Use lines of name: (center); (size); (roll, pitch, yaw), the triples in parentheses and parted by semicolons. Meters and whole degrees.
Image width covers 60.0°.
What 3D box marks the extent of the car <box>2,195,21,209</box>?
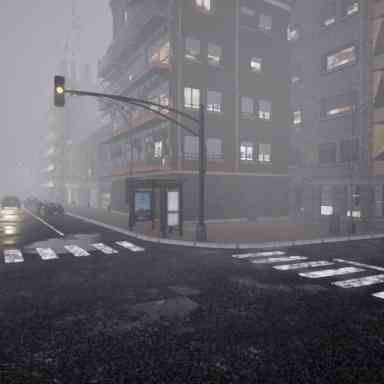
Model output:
car: (-24.432, 1.348, 45.018); (2.097, 1.767, 4.553); (0, 0, -30)

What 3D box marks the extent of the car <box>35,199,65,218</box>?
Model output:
car: (-12.475, 1.547, 29.658); (2.008, 1.369, 4.403); (0, 0, -30)

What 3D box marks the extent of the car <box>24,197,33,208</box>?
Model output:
car: (-23.758, 1.435, 49.188); (1.967, 1.590, 4.097); (0, 0, -30)

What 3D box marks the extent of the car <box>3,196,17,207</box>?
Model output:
car: (-29.336, 1.472, 53.477); (1.882, 1.535, 5.008); (0, 0, -30)

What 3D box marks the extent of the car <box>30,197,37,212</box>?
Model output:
car: (-15.295, 1.541, 34.540); (1.887, 1.381, 4.507); (0, 0, -30)
